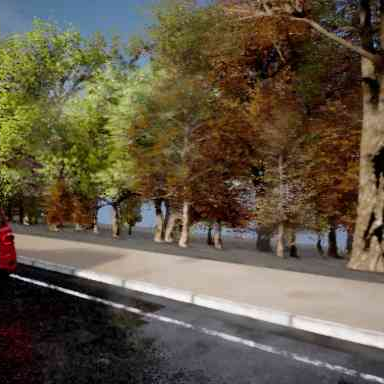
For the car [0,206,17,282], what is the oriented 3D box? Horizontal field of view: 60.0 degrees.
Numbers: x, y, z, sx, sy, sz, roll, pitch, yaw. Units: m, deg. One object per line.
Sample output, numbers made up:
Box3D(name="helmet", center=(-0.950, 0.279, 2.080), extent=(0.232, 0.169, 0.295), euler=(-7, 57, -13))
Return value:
Box3D(name="car", center=(-6.667, 1.246, 8.443), extent=(5.566, 2.045, 2.150), euler=(0, 0, 36))
